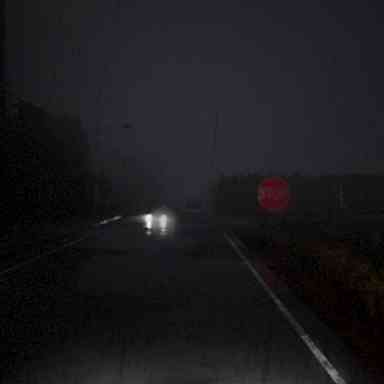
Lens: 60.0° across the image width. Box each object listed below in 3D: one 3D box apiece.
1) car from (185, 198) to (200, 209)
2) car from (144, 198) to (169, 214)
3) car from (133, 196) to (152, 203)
[{"bbox_3d":[0.044,1.507,43.547,2.033,1.411,5.357,0,0,1],"label":"car"},{"bbox_3d":[-3.577,1.568,35.555,1.895,1.301,4.718,0,0,0],"label":"car"},{"bbox_3d":[-8.984,1.448,60.166,4.674,1.442,1.812,0,-1,4],"label":"car"}]
